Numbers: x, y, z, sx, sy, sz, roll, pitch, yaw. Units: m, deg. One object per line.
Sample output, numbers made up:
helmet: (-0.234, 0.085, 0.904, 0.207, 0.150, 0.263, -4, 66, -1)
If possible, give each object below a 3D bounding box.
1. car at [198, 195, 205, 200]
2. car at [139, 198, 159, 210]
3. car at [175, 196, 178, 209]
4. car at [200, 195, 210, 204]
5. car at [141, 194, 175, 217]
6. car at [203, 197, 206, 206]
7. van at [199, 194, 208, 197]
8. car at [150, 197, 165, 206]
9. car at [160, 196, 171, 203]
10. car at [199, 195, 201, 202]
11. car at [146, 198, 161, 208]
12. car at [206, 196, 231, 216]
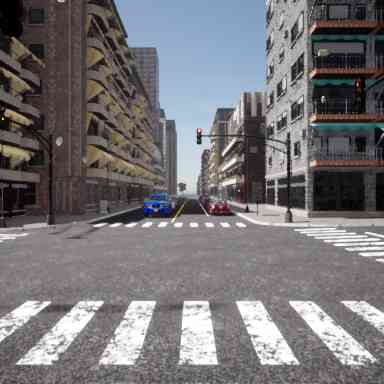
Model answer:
car: (2.727, 1.587, 93.917, 1.887, 1.381, 4.507, 0, 0, 0)
car: (-5.672, 1.561, 44.113, 2.008, 1.369, 4.403, 0, 0, 0)
car: (-3.085, 1.535, 40.988, 1.812, 1.442, 4.674, 0, 0, 1)
car: (2.713, 1.597, 55.178, 1.802, 1.307, 4.206, 0, 0, 0)
car: (-3.087, 1.228, 31.190, 2.150, 2.045, 5.566, 0, 0, 0)
car: (2.707, 1.559, 38.575, 2.008, 1.369, 4.403, 0, 0, 0)
van: (2.718, 1.362, 66.247, 1.690, 1.788, 3.998, 0, 0, 0)
car: (-5.667, 1.581, 55.182, 1.947, 1.339, 4.313, 0, 0, 0)
car: (-5.661, 1.570, 71.784, 1.887, 1.381, 4.507, 0, 0, 0)
car: (2.715, 1.600, 60.712, 1.802, 1.307, 4.206, 0, 0, 0)
car: (-5.669, 1.594, 49.647, 1.802, 1.307, 4.206, 0, 0, 0)
car: (2.705, 1.447, 33.041, 1.967, 1.590, 4.097, 0, 0, 0)
